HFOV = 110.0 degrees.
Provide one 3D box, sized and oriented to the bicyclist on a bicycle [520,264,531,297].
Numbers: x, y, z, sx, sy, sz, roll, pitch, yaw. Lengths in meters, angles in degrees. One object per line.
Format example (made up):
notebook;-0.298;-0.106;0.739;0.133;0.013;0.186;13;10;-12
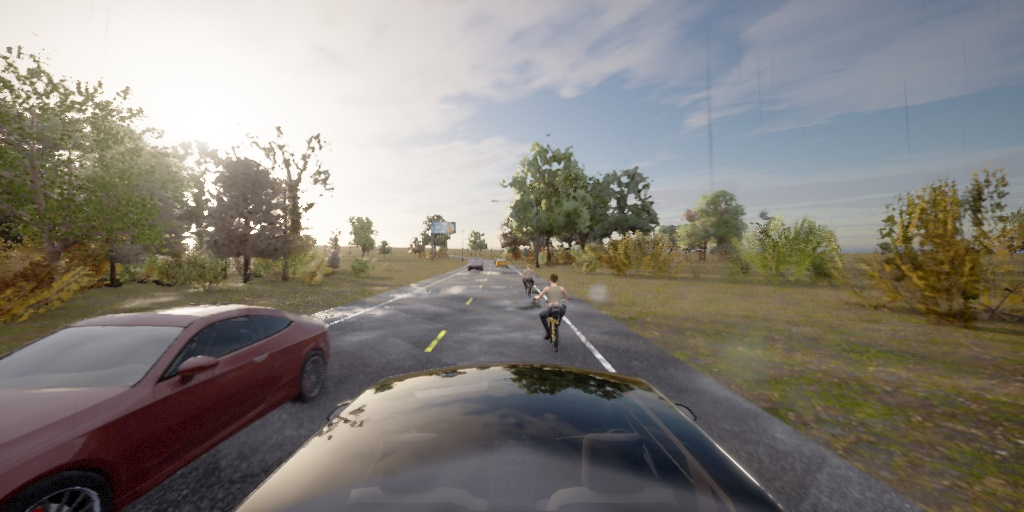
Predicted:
bicyclist on a bicycle;0.804;1.179;17.361;0.866;1.612;1.509;0;0;-1

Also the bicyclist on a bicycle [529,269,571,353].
bicyclist on a bicycle;0.899;1.184;7.835;0.866;1.612;1.509;0;0;0

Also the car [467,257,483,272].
car;-4.658;1.191;45.789;1.882;1.535;5.008;0;0;-3

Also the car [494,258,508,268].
car;-1.732;1.167;60.234;1.882;1.535;5.008;0;-1;-4

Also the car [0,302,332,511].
car;-3.606;1.276;3.637;1.812;1.442;4.674;0;0;0
